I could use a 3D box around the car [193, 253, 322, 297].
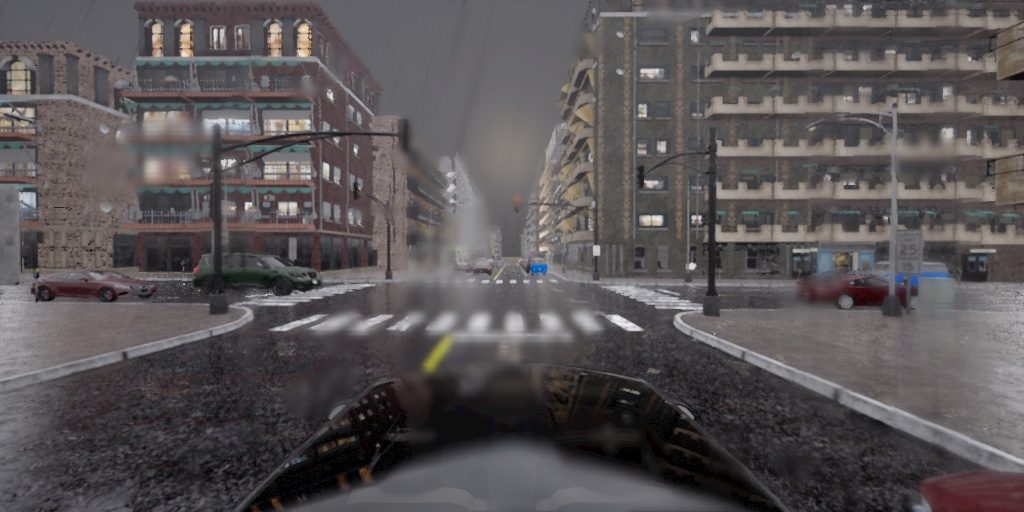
[{"bbox_3d":[-12.621,0.906,17.931,5.566,2.045,2.150,1,0,0],"label":"car"}]

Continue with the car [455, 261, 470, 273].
[{"bbox_3d":[-5.853,1.359,43.525,1.802,1.307,4.207,0,0,0],"label":"car"}]

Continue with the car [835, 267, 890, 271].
[{"bbox_3d":[19.482,1.517,20.997,4.181,1.385,1.994,1,0,0],"label":"car"}]

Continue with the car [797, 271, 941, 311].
[{"bbox_3d":[14.706,1.497,15.211,4.507,1.381,1.888,0,0,0],"label":"car"}]

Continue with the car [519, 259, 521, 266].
[{"bbox_3d":[2.665,1.253,60.040,1.967,1.591,4.097,0,0,0],"label":"car"}]

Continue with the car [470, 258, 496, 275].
[{"bbox_3d":[-3.107,1.248,38.969,1.882,1.535,5.008,0,0,0],"label":"car"}]

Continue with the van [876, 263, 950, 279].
[{"bbox_3d":[26.087,1.342,23.564,3.998,1.789,1.690,0,0,0],"label":"van"}]

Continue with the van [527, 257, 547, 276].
[{"bbox_3d":[2.804,1.109,37.982,1.690,1.789,3.998,0,0,0],"label":"van"}]

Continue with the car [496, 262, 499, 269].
[{"bbox_3d":[-3.091,1.369,56.305,1.994,1.385,4.181,0,0,0],"label":"car"}]

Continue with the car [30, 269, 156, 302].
[{"bbox_3d":[-17.747,1.215,15.258,4.207,1.307,1.802,0,0,0],"label":"car"}]

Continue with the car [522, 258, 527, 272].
[{"bbox_3d":[2.713,1.092,43.478,2.192,1.841,5.009,0,0,0],"label":"car"}]
